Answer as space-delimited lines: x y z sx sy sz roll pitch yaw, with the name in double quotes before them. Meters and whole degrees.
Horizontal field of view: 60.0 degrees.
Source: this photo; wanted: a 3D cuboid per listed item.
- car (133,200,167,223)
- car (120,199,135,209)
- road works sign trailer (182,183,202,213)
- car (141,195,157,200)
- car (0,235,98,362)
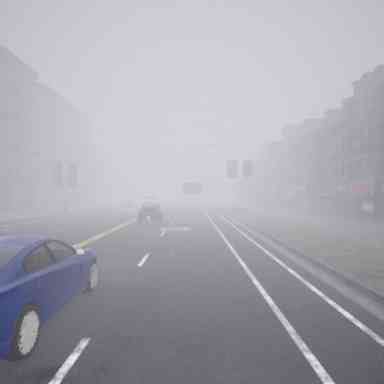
"car" -3.164 1.631 26.638 1.837 1.490 4.892 0 0 0
"car" -9.831 1.813 51.446 1.812 1.442 4.674 0 0 0
"road works sign trailer" -0.018 0.672 39.826 2.380 3.560 2.880 0 0 0
"car" -6.585 1.509 51.586 2.150 2.045 5.566 0 0 0
"car" -3.155 1.503 5.958 1.882 1.535 5.008 0 0 0
